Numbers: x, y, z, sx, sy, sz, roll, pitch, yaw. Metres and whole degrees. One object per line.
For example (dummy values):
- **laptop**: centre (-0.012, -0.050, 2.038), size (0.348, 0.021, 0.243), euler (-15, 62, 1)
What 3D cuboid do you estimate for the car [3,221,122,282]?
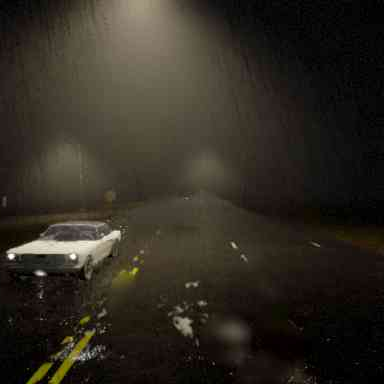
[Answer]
- **car**: centre (-3.496, 1.582, 9.907), size (1.895, 1.301, 4.718), euler (0, 0, 0)
